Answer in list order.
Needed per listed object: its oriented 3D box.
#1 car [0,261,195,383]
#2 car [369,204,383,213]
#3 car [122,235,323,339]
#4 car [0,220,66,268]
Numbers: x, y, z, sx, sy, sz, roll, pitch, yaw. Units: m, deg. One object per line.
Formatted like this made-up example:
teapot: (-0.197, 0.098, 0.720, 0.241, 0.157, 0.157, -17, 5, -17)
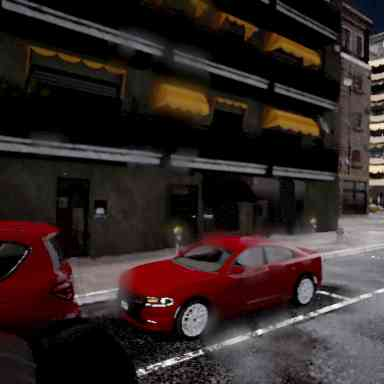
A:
car: (-2.589, 1.464, 1.216, 5.008, 1.535, 1.882, 1, 0, -35)
car: (24.165, 2.148, 46.831, 1.752, 1.417, 4.829, 2, -1, -35)
car: (0.758, 1.585, 6.619, 4.507, 1.381, 1.887, 1, 1, -35)
car: (-3.740, 1.305, 3.404, 5.009, 1.841, 2.192, 1, 1, -35)
